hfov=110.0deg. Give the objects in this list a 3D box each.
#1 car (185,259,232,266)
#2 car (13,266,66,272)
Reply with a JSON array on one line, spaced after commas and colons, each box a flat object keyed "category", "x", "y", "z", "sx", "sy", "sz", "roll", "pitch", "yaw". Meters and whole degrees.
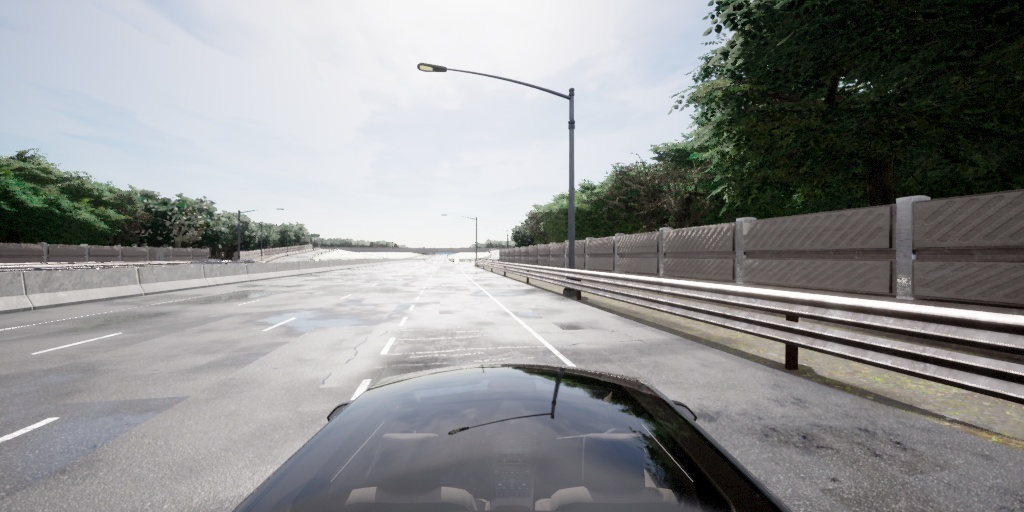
[{"category": "car", "x": -31.427, "y": 1.125, "z": 36.623, "sx": 2.097, "sy": 1.767, "sz": 4.553, "roll": 0, "pitch": 0, "yaw": -11}, {"category": "car", "x": -32.721, "y": 1.359, "z": 24.539, "sx": 1.895, "sy": 1.301, "sz": 4.718, "roll": 0, "pitch": 0, "yaw": -11}]
